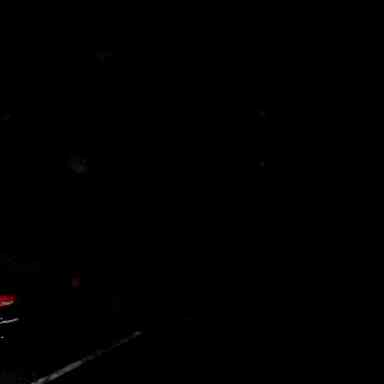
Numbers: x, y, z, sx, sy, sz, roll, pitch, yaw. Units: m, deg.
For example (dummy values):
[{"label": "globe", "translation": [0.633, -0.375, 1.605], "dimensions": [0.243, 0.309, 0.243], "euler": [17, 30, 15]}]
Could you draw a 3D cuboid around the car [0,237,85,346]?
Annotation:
[{"label": "car", "translation": [-3.853, 1.530, 5.890], "dimensions": [4.674, 1.452, 2.002], "euler": [0, 0, 34]}]
